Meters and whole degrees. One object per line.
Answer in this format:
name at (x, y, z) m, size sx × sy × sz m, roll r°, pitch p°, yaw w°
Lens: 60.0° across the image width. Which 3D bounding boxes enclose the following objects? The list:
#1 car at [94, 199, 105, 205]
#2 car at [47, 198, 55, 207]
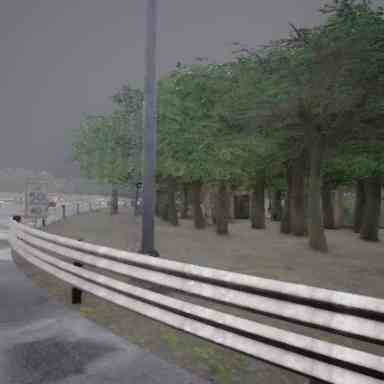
car at (-24.728, 2.728, 89.056) m, size 2.097 × 1.767 × 4.553 m, roll 1°, pitch -1°, yaw 0°
car at (-25.827, 1.939, 58.030) m, size 2.150 × 2.045 × 5.566 m, roll 1°, pitch -1°, yaw 0°
